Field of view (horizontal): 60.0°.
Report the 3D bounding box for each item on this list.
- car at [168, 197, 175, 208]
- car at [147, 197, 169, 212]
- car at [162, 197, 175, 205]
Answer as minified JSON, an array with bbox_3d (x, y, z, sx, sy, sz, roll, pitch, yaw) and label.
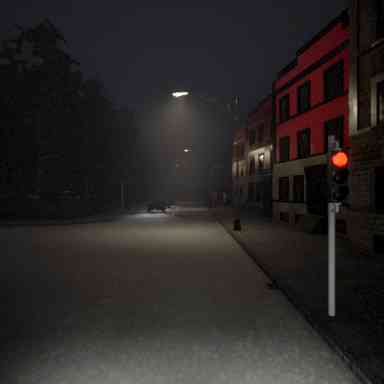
[{"bbox_3d":[-4.032,1.491,48.067,2.128,1.511,4.902,0,0,0],"label":"car"},{"bbox_3d":[-4.049,1.601,38.689,1.895,1.301,4.718,0,0,0],"label":"car"},{"bbox_3d":[-3.996,1.601,58.083,1.895,1.301,4.718,0,0,0],"label":"car"}]
